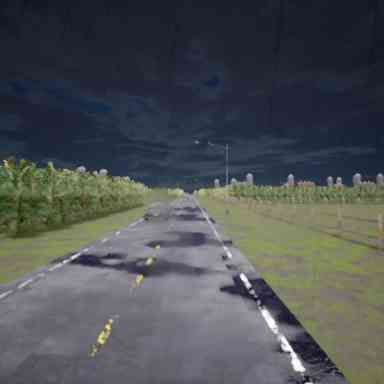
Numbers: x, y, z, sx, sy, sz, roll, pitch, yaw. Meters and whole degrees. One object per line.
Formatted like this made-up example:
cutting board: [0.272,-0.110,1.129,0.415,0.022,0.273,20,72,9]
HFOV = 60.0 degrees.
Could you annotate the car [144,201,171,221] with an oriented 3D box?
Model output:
car: [-2.814,1.573,27.964,1.837,1.490,4.892,0,-1,0]
